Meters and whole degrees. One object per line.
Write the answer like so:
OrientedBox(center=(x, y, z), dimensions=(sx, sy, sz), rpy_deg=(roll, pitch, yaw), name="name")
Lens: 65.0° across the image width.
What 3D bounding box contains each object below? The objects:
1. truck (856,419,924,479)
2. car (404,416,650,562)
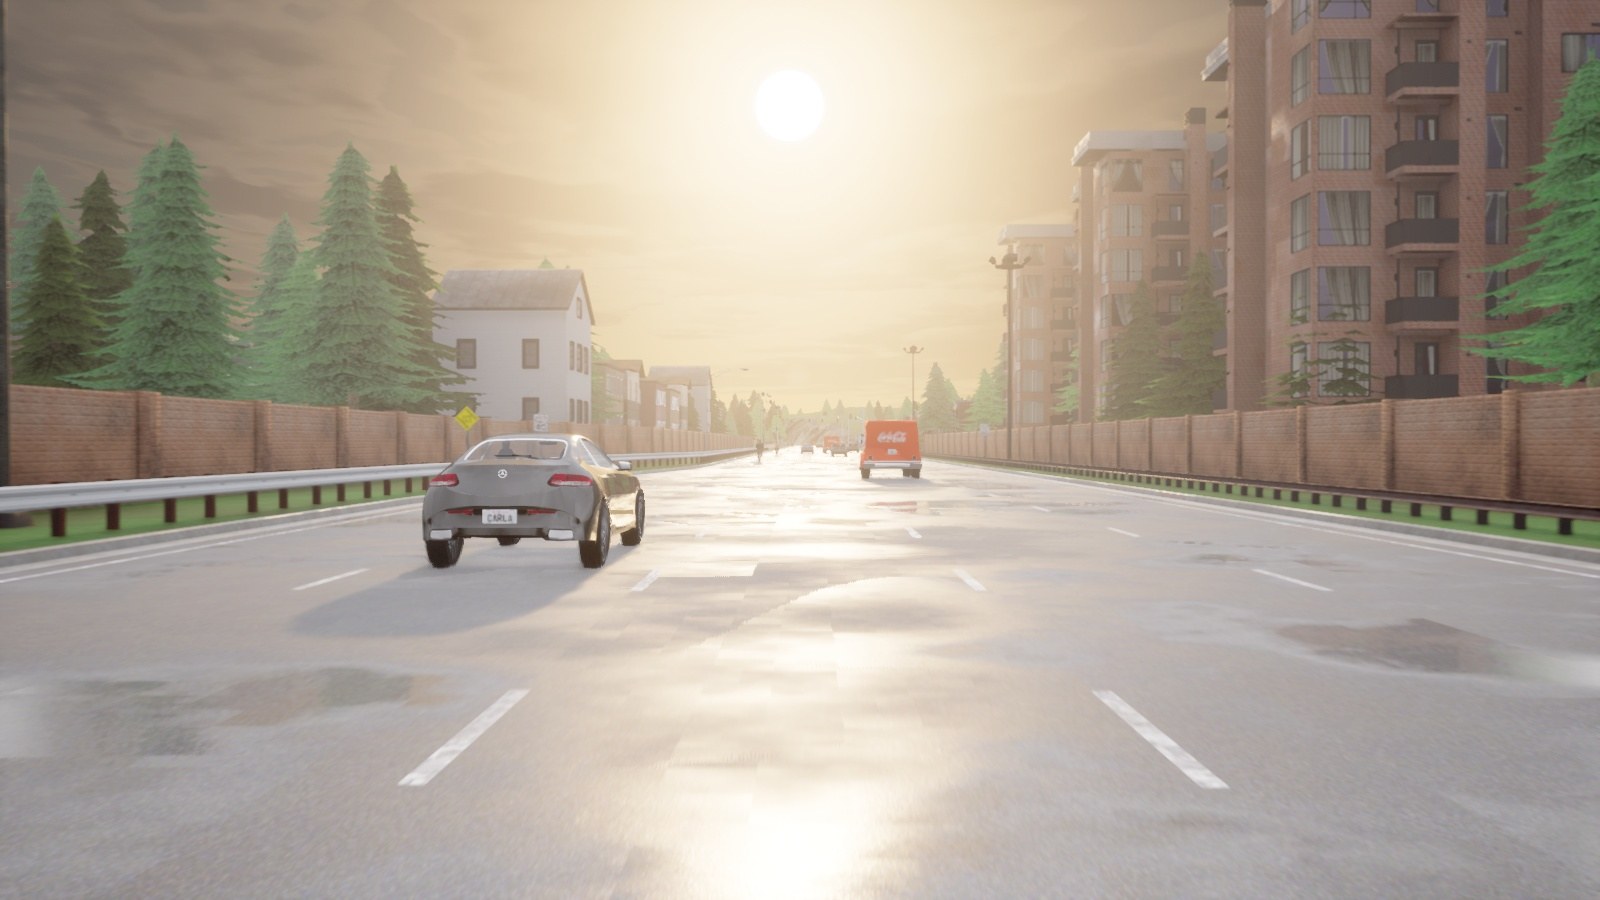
OrientedBox(center=(3.825, -0.042, 54.364), dimensions=(2.627, 2.467, 5.204), rpy_deg=(0, 0, 0), name="truck")
OrientedBox(center=(-3.390, 0.428, 16.727), dimensions=(2.152, 1.651, 5.027), rpy_deg=(0, 0, 0), name="car")
